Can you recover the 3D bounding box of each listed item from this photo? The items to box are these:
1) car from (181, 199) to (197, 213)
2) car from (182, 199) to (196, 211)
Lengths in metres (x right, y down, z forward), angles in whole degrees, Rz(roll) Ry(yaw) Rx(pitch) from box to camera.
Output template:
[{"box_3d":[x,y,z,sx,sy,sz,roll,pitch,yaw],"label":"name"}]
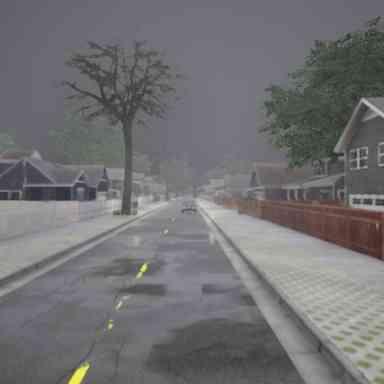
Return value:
[{"box_3d":[-0.343,1.811,40.534,2.033,1.411,5.357,0,0,0],"label":"car"},{"box_3d":[-0.433,1.814,47.696,1.837,1.490,4.892,0,0,0],"label":"car"}]
